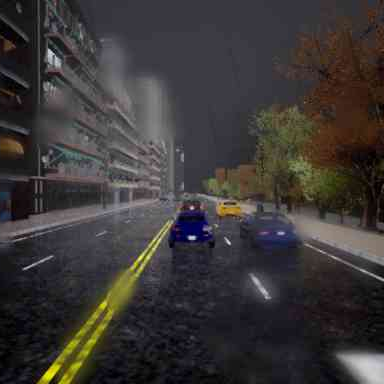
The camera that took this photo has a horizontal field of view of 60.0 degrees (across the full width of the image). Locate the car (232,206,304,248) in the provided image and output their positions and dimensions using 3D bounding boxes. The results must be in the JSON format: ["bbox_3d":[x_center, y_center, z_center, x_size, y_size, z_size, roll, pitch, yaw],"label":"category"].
[{"bbox_3d":[3.250,1.563,14.651,2.033,1.411,5.357,0,0,0],"label":"car"}]

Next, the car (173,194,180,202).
[{"bbox_3d":[-3.250,1.356,76.765,2.097,1.767,4.553,0,0,0],"label":"car"}]

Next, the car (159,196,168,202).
[{"bbox_3d":[-6.501,1.595,76.705,1.895,1.301,4.718,0,0,0],"label":"car"}]

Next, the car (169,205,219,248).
[{"bbox_3d":[0.000,1.532,14.651,1.812,1.442,4.674,0,0,0],"label":"car"}]

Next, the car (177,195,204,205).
[{"bbox_3d":[-0.001,1.368,29.621,2.097,1.767,4.553,0,0,0],"label":"car"}]

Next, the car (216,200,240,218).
[{"bbox_3d":[3.249,1.487,29.651,1.882,1.535,5.008,0,0,0],"label":"car"}]
